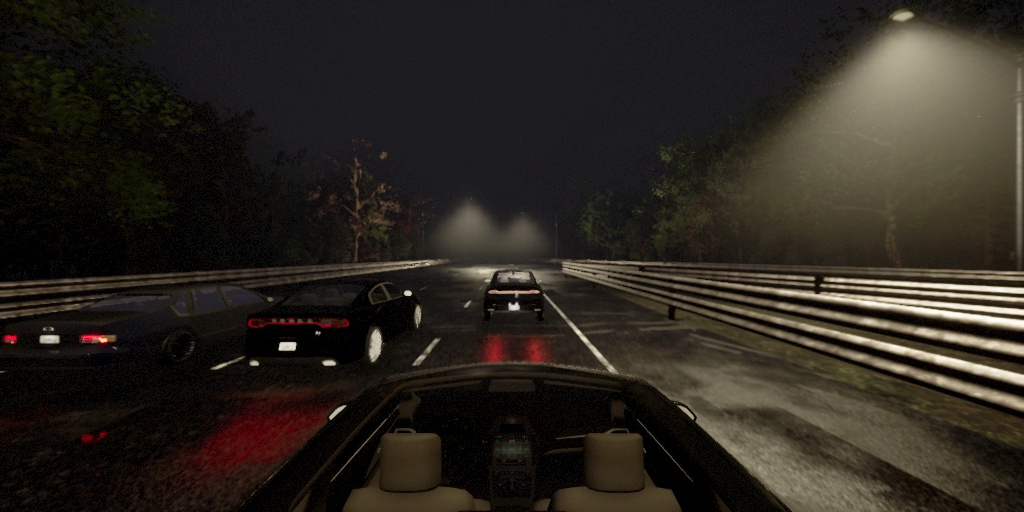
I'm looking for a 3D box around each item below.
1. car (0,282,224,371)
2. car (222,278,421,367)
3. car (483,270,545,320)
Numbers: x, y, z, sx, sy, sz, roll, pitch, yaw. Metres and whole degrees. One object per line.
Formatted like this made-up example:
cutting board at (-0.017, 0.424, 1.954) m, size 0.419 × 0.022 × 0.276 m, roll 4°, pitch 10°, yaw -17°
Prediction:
car at (-6.922, 1.290, 7.871) m, size 2.033 × 1.411 × 5.357 m, roll 0°, pitch 0°, yaw 0°
car at (-3.426, 1.219, 7.931) m, size 1.882 × 1.535 × 5.008 m, roll 0°, pitch 0°, yaw 0°
car at (0.044, 1.226, 12.450) m, size 2.128 × 1.511 × 4.902 m, roll 0°, pitch 0°, yaw 0°
